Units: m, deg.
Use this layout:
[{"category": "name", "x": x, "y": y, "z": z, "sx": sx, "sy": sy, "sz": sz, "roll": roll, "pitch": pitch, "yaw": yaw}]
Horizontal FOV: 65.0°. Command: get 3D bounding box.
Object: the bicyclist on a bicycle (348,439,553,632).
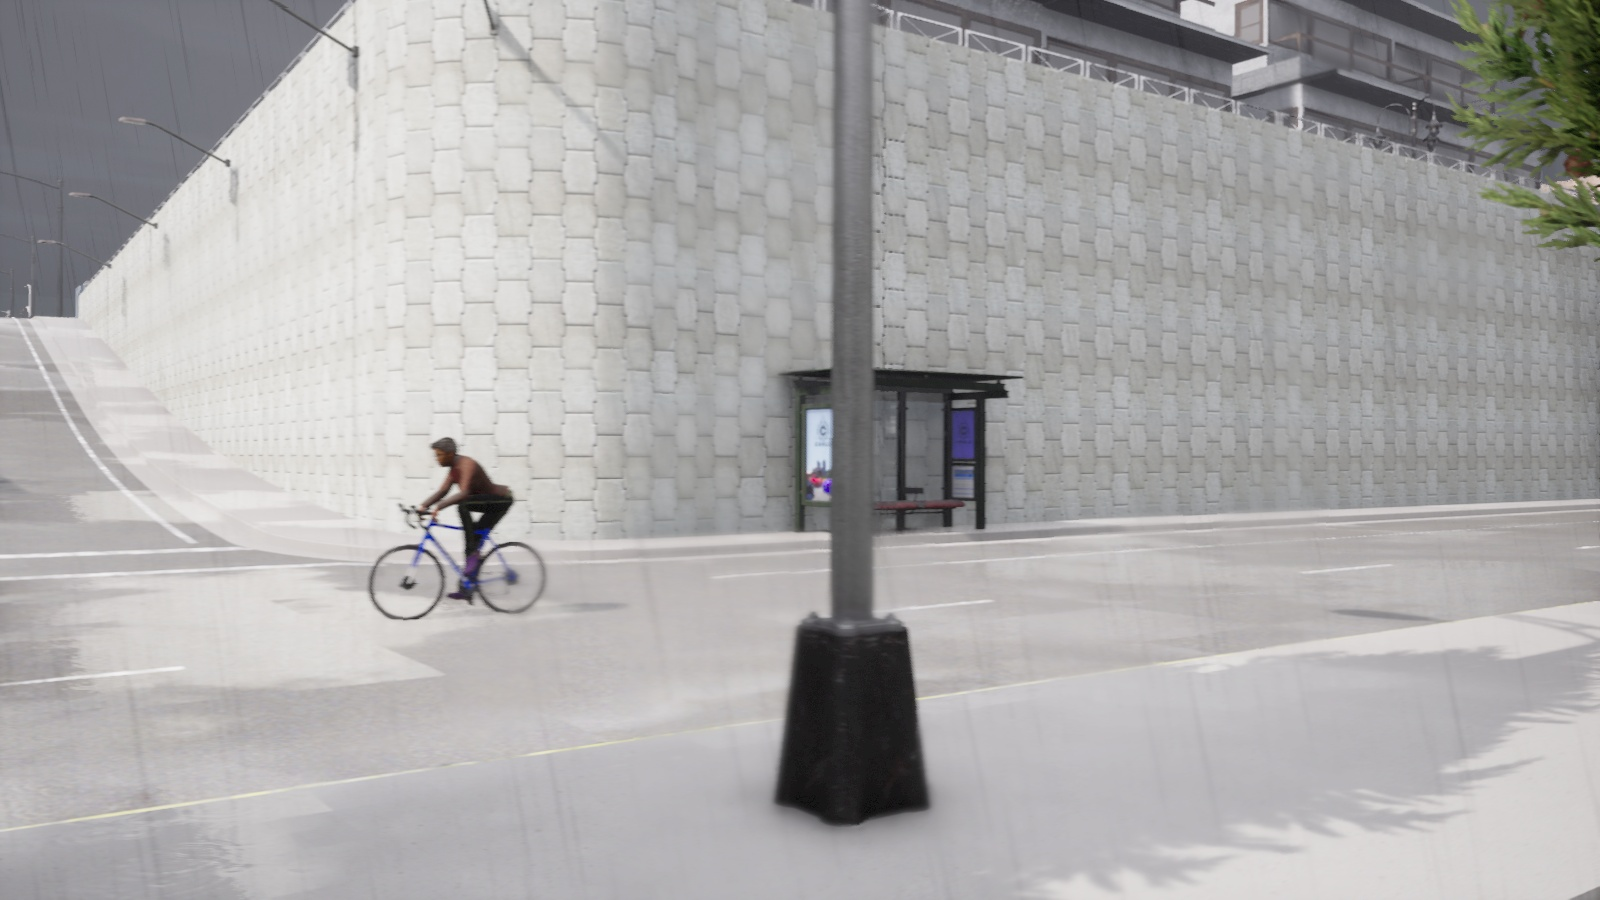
[{"category": "bicyclist on a bicycle", "x": -3.112, "y": 0.723, "z": 11.240, "sx": 1.656, "sy": 1.620, "sz": 0.582, "roll": 1, "pitch": 0, "yaw": -35}]
